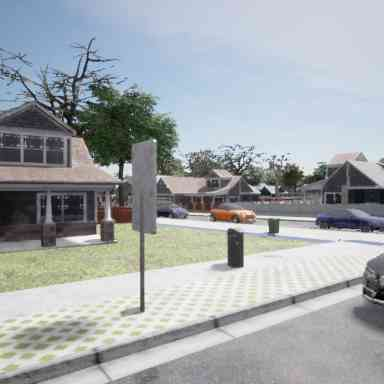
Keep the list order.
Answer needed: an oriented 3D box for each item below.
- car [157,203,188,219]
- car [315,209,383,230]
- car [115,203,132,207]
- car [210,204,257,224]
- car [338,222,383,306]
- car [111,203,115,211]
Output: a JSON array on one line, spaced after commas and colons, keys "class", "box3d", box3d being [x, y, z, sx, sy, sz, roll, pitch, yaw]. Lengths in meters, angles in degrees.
[{"class": "car", "box3d": [-2.386, 2.155, 38.281, 2.097, 1.767, 4.553, 0, -1, -37]}, {"class": "car", "box3d": [10.018, 1.779, 20.967, 1.812, 1.442, 4.674, 0, -2, -31]}, {"class": "car", "box3d": [-8.581, 2.553, 46.437, 1.837, 1.490, 4.892, 0, -1, -35]}, {"class": "car", "box3d": [3.665, 1.898, 30.090, 2.097, 1.767, 4.553, 0, -1, -36]}, {"class": "car", "box3d": [5.475, 1.486, 6.958, 4.902, 1.511, 2.128, 0, 0, -35]}, {"class": "car", "box3d": [-13.673, 2.654, 57.330, 2.097, 1.767, 4.553, 0, -1, -39]}]
